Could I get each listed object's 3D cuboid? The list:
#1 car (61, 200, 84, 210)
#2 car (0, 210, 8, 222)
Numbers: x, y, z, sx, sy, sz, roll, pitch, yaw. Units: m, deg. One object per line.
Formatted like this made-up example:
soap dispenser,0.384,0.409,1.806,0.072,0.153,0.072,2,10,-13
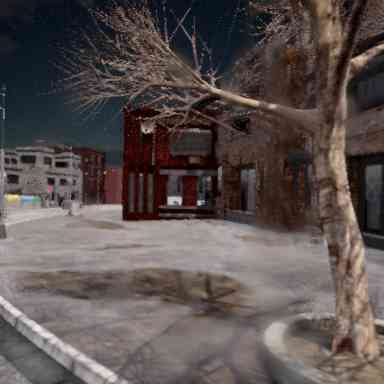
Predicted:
car,-18.902,2.027,52.837,1.837,1.490,4.892,1,-1,6
car,-16.003,1.726,25.560,2.033,1.411,5.357,1,-1,-10
